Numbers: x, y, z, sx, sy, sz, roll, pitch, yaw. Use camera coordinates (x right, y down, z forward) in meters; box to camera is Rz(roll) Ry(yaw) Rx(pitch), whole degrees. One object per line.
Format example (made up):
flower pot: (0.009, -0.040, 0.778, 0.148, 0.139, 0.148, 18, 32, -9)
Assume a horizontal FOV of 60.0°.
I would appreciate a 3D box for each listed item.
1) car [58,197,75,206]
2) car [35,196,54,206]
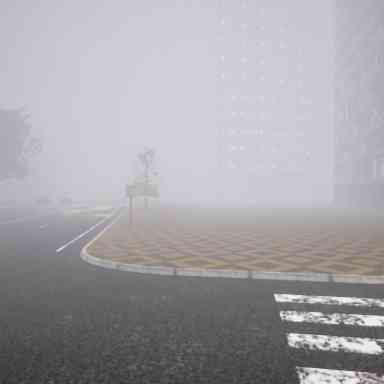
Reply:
car: (-19.315, 1.397, 51.429, 1.994, 1.385, 4.181, 1, 0, -10)
car: (-22.511, 1.363, 50.839, 1.994, 1.385, 4.181, 1, 0, -10)
